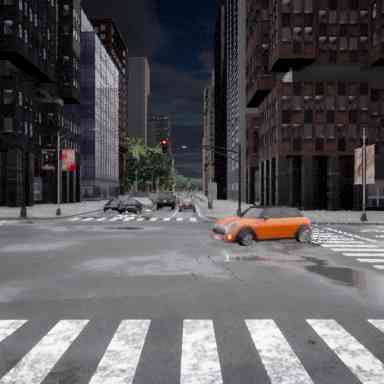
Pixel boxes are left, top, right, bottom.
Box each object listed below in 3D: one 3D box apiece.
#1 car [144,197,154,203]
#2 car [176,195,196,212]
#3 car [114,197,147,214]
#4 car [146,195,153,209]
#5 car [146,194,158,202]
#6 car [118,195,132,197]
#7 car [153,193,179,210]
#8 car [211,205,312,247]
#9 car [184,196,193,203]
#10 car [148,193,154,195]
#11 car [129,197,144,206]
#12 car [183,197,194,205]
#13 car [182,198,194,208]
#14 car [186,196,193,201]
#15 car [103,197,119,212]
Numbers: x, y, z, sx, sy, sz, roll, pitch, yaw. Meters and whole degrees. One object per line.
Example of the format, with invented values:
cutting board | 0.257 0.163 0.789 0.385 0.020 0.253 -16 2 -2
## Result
car | -9.226 1.668 71.515 1.802 1.307 4.206 0 0 0
car | -0.544 1.448 38.997 1.967 1.590 4.097 0 0 0
car | -6.385 1.547 35.090 2.033 1.411 5.357 0 0 0
car | -6.433 1.548 45.316 1.812 1.442 4.674 0 0 0
car | -9.253 1.416 76.941 2.192 1.841 5.009 0 0 0
car | -9.096 1.335 44.385 2.192 1.841 5.009 0 0 0
car | -3.249 1.237 42.715 2.150 2.045 5.566 0 0 0
car | 3.192 1.423 15.327 4.553 1.767 2.097 1 0 -22
car | -0.701 1.612 71.717 1.752 1.417 4.829 0 0 0
car | -6.472 1.268 55.959 2.150 2.045 5.566 0 0 0
car | -9.146 1.569 55.067 1.752 1.417 4.829 0 0 0
car | -0.648 1.602 60.697 1.887 1.381 4.507 0 0 0
car | -0.596 1.614 49.847 1.802 1.307 4.206 0 0 0
car | -0.806 1.695 93.246 1.887 1.381 4.507 0 0 0
car | -9.069 1.574 38.959 1.947 1.339 4.313 0 0 0
